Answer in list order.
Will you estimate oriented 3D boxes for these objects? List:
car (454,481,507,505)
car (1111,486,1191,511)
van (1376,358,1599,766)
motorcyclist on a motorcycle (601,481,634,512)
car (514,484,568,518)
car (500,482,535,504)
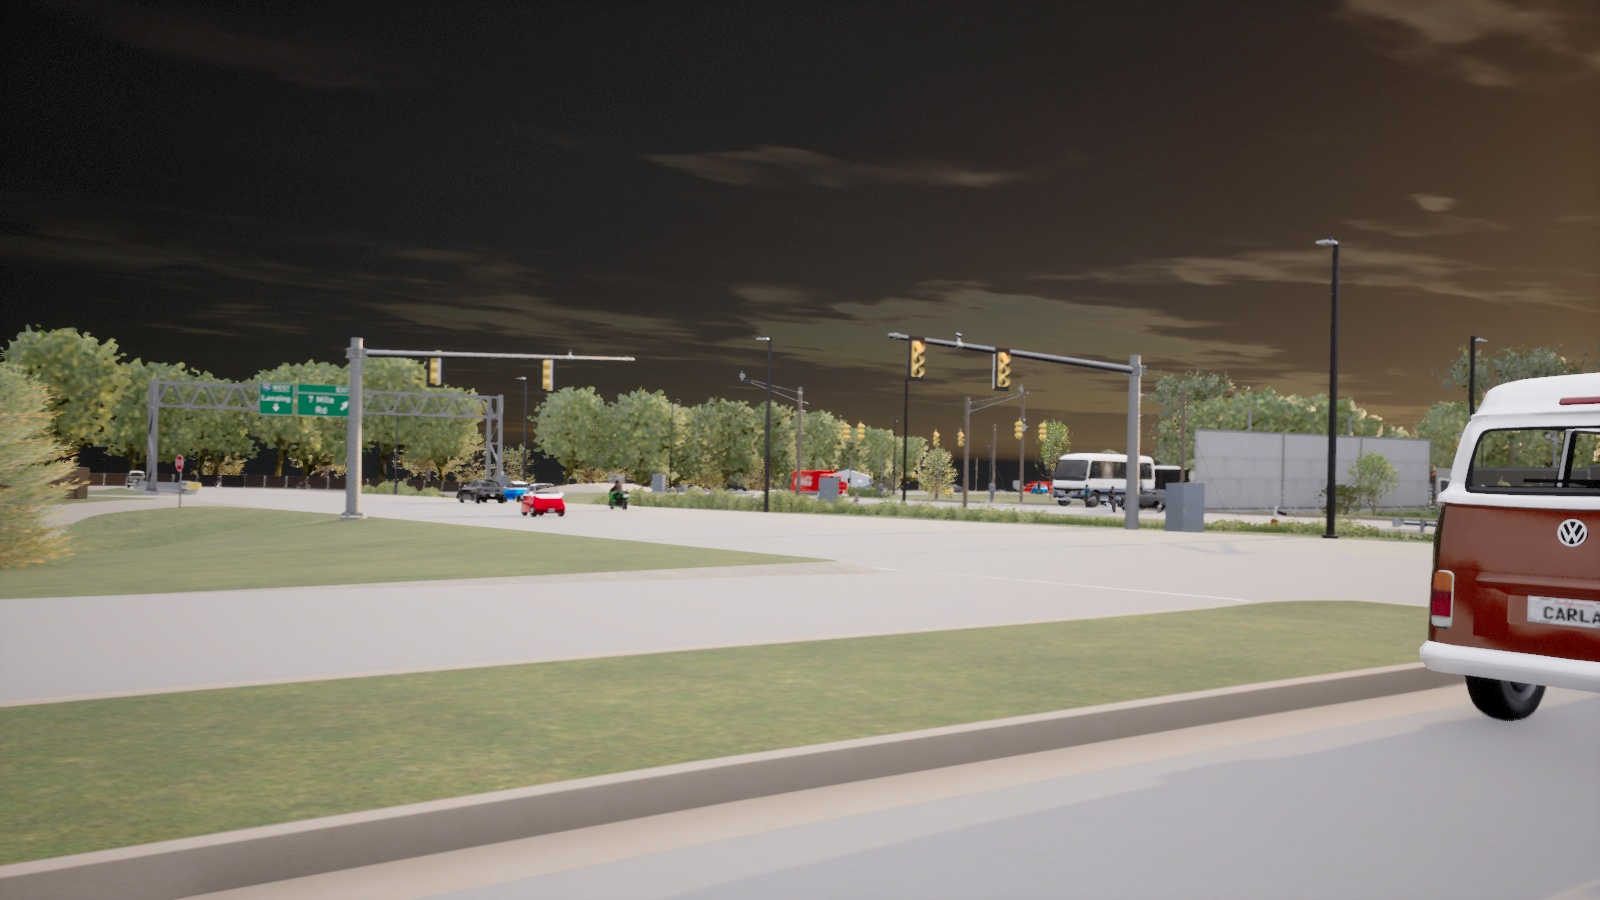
[{"bbox_3d":[-19.783,2.641,77.613,1.816,1.474,4.193,1,-2,-34],"label":"car"},{"bbox_3d":[23.073,3.175,82.711,2.128,1.511,4.902,1,-1,-34],"label":"car"},{"bbox_3d":[5.750,0.605,7.668,4.480,2.038,2.069,1,-2,-35],"label":"van"},{"bbox_3d":[-9.014,2.272,61.941,0.797,1.523,2.044,1,-2,-34],"label":"motorcyclist on a motorcycle"},{"bbox_3d":[-10.762,2.107,52.123,1.481,1.376,2.207,1,-2,-34],"label":"car"},{"bbox_3d":[-18.398,2.785,81.777,1.481,1.376,2.207,1,-1,-34],"label":"car"}]
